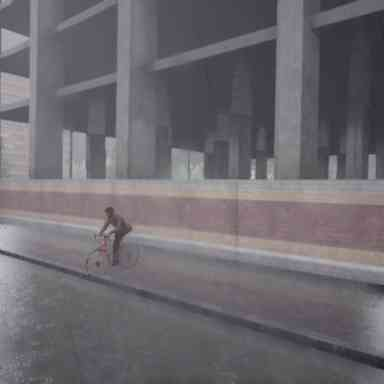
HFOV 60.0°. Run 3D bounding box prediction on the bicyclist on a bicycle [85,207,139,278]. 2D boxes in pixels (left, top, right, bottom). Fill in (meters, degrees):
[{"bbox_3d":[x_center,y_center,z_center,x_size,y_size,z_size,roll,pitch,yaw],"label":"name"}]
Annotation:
[{"bbox_3d":[-1.879,1.174,8.070,0.582,1.620,1.656,2,1,37],"label":"bicyclist on a bicycle"}]
